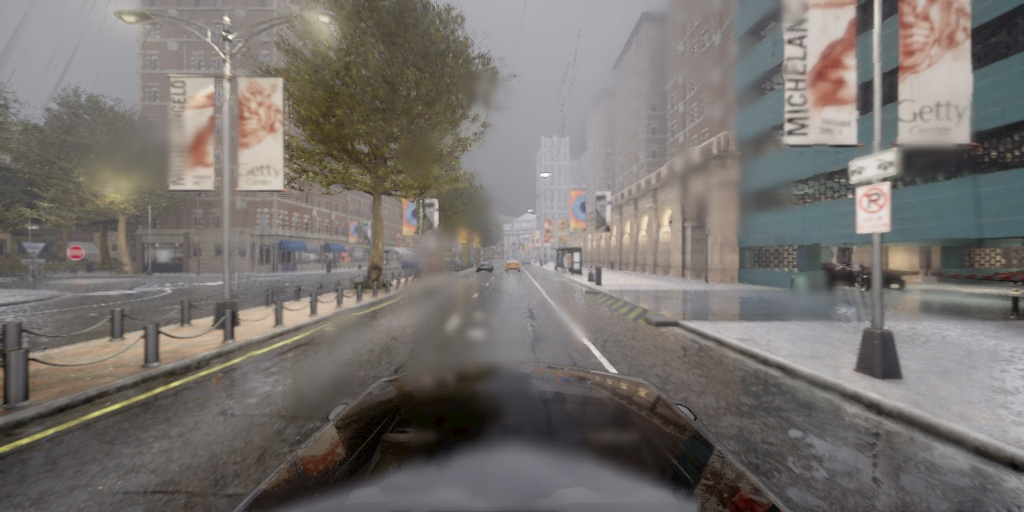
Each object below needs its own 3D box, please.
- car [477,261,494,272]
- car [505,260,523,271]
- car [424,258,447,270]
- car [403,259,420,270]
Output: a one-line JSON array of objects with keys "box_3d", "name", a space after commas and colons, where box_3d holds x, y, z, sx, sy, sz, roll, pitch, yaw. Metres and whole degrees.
[{"box_3d": [-3.405, 1.320, 46.401, 1.994, 1.385, 4.181, 0, 0, 0], "name": "car"}, {"box_3d": [0.096, 1.233, 48.850, 1.882, 1.535, 5.008, 0, 0, 0], "name": "car"}, {"box_3d": [-11.570, 1.109, 53.126, 2.097, 1.767, 4.553, 0, 0, 0], "name": "car"}, {"box_3d": [-15.056, 1.234, 54.414, 1.882, 1.535, 5.008, 0, 0, 0], "name": "car"}]
